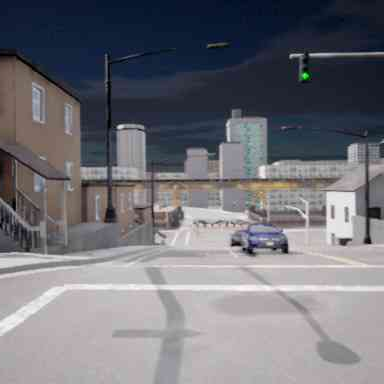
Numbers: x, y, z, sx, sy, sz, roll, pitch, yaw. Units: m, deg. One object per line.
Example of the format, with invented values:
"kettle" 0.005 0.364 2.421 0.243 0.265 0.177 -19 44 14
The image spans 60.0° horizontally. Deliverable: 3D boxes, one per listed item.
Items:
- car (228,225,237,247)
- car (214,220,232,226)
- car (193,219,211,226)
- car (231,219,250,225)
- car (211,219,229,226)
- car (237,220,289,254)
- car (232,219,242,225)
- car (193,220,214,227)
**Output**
"car" 3.997 3.794 26.790 1.994 1.385 4.181 -1 -11 2
"car" 7.229 8.083 86.520 4.974 1.542 2.038 -1 1 -34
"car" 2.588 7.981 86.752 1.853 1.218 4.536 -2 1 -44
"car" 12.579 7.847 87.092 4.536 1.218 1.853 0 1 31
"car" 7.270 7.924 86.547 4.536 1.218 1.853 -1 1 -34
"car" 3.530 2.309 16.862 1.812 1.442 4.674 -1 -8 3
"car" 12.626 8.005 87.068 4.974 1.542 2.038 0 1 31
"car" 2.626 8.139 86.717 2.038 1.542 4.974 -2 1 -44
